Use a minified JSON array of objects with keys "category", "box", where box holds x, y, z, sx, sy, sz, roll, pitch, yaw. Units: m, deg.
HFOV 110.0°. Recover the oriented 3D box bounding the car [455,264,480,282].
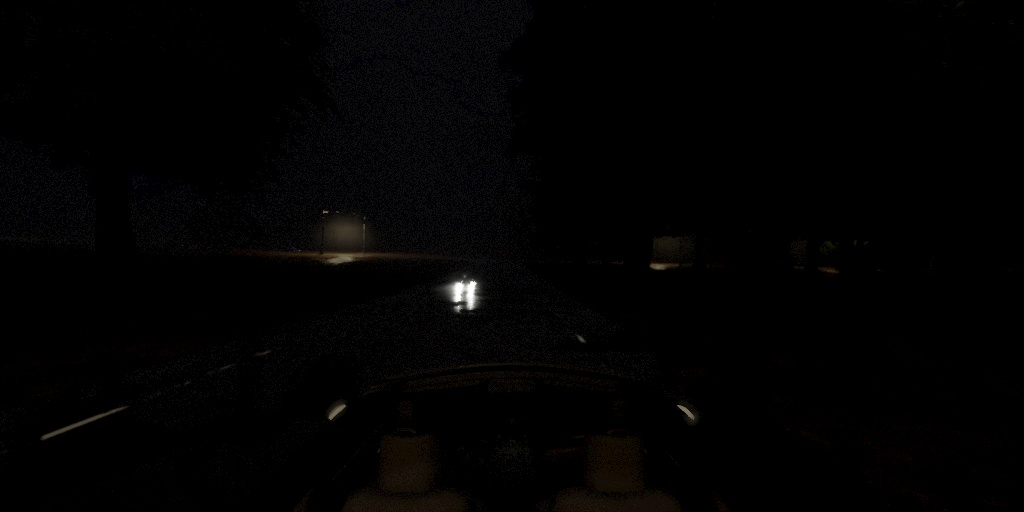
[{"category":"car","box":[-3.982,1.450,32.516,2.128,1.511,4.902,0,0,-1]}]
